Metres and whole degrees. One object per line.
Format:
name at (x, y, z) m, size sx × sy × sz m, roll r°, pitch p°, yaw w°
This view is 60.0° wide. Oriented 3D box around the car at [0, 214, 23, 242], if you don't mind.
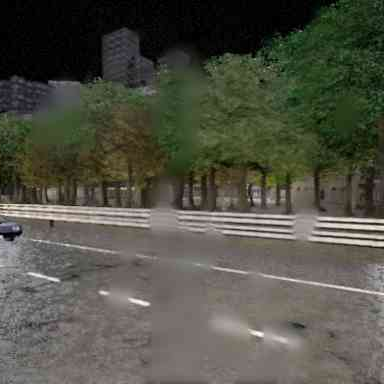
car at (-9.784, 1.611, 15.147) m, size 4.718 × 1.301 × 1.895 m, roll 0°, pitch 0°, yaw 36°
